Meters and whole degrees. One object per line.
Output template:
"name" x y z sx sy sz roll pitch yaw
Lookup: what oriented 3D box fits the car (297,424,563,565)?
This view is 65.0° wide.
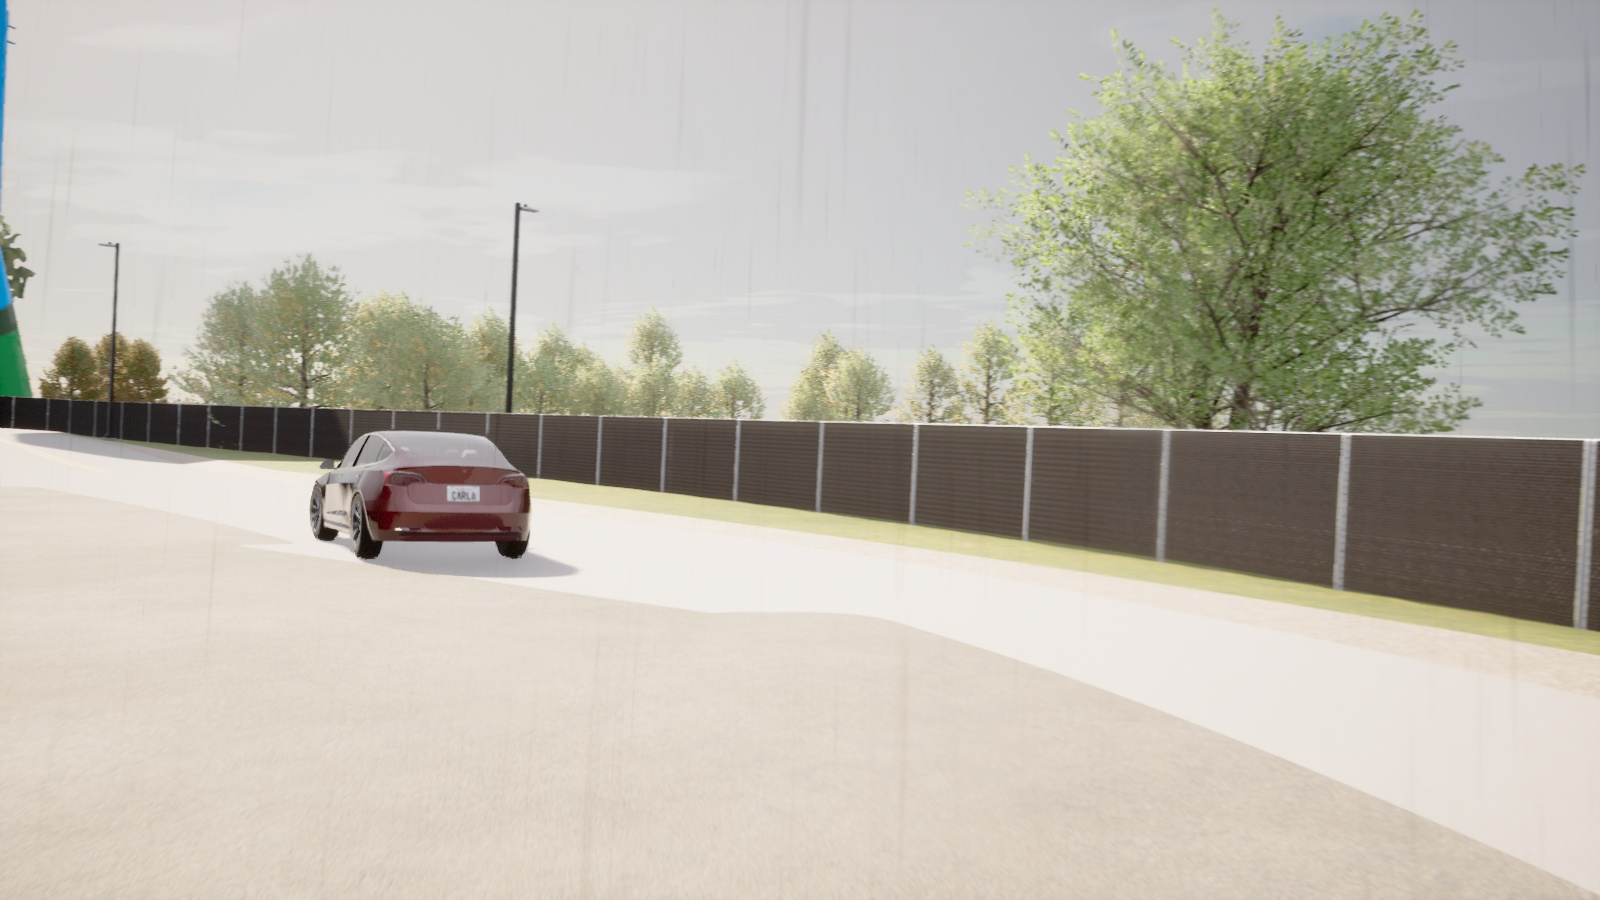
"car" -4.844 0.497 15.871 2.163 1.488 4.792 2 -1 -29
